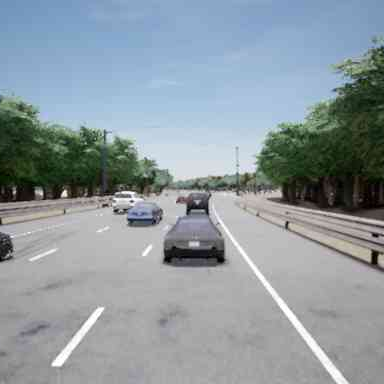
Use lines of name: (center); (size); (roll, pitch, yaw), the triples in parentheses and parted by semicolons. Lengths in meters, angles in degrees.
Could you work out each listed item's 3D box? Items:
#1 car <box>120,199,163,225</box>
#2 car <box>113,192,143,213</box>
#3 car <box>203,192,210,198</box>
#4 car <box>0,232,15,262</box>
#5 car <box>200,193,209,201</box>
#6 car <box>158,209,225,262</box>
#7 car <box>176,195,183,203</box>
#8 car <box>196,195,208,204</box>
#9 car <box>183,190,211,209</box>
car: (-3.175, 1.430, 23.204); (2.033, 1.411, 5.357); (0, 0, 2)
car: (-6.347, 1.041, 33.586); (2.150, 2.045, 5.566); (0, 0, 2)
car: (4.045, 0.889, 91.998); (1.837, 1.490, 4.892); (0, 0, 4)
car: (-6.854, 1.513, 9.252); (1.994, 1.385, 4.181); (0, 0, 1)
car: (2.690, 1.058, 72.207); (1.837, 1.490, 4.892); (0, 1, 4)
car: (0.091, 1.512, 11.920); (1.994, 1.385, 4.181); (0, 0, 1)
car: (-1.609, 1.187, 58.978); (1.812, 1.442, 4.674); (0, 0, 4)
car: (1.783, 1.237, 58.301); (1.994, 1.385, 4.181); (0, 0, 3)
car: (0.575, 1.058, 32.624); (2.150, 2.045, 5.566); (0, 0, 2)
